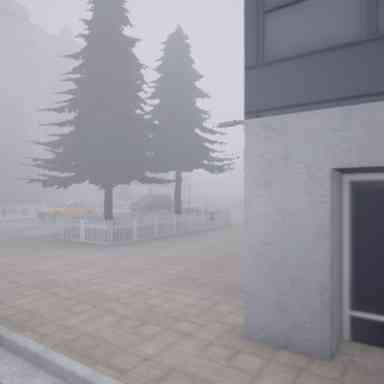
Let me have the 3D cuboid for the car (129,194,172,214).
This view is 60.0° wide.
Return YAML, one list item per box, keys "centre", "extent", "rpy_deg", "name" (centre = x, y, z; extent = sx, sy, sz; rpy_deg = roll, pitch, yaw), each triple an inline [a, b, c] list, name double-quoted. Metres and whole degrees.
- centre: [-4.423, 1.282, 36.487]
  extent: [2.150, 2.045, 5.566]
  rpy_deg: [0, 0, 34]
  name: "car"

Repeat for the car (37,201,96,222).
- centre: [-10.340, 1.538, 27.663]
  extent: [1.882, 1.535, 5.008]
  rpy_deg: [0, 0, 34]
  name: "car"
